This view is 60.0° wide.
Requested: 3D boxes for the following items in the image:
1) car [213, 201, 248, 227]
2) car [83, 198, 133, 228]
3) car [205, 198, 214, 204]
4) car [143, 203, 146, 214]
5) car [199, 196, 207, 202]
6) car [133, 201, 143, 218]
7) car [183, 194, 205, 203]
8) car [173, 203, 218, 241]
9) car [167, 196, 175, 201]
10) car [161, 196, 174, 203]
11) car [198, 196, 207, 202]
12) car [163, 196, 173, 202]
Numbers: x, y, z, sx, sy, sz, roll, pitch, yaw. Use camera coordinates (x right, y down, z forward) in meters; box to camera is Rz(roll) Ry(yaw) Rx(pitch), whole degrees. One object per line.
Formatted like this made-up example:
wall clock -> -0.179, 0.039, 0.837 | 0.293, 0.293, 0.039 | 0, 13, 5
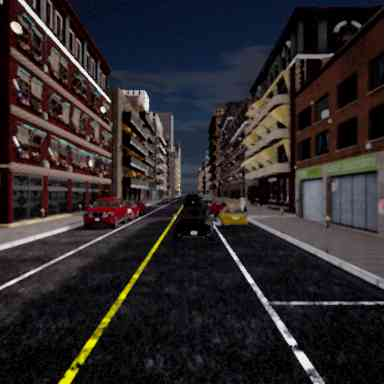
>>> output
car -> 2.683, 1.562, 22.668 | 1.752, 1.417, 4.829 | 0, 0, 0
car -> -5.696, 1.352, 22.499 | 2.192, 1.841, 5.009 | 0, 0, 0
car -> 2.679, 1.598, 33.771 | 1.887, 1.381, 4.507 | 0, 0, 0
car -> -5.701, 1.599, 33.772 | 1.887, 1.381, 4.507 | 0, 0, 0
car -> 2.663, 1.644, 79.030 | 1.752, 1.417, 4.829 | 0, 0, 0
car -> -5.699, 1.486, 28.135 | 1.967, 1.590, 4.097 | 0, 0, 0
car -> 0.078, 1.285, 39.775 | 2.150, 2.045, 5.566 | 0, 0, 0
car -> 0.091, 1.533, 16.888 | 1.837, 1.490, 4.892 | 0, 0, 0
car -> -5.723, 1.679, 90.134 | 1.887, 1.381, 4.507 | 0, 0, 0
car -> -5.716, 1.662, 73.224 | 2.008, 1.369, 4.403 | 0, 0, 0
car -> 2.660, 1.692, 84.496 | 1.947, 1.339, 4.313 | 0, 0, 0
car -> -5.719, 1.670, 78.861 | 2.008, 1.369, 4.403 | 0, 0, 0
